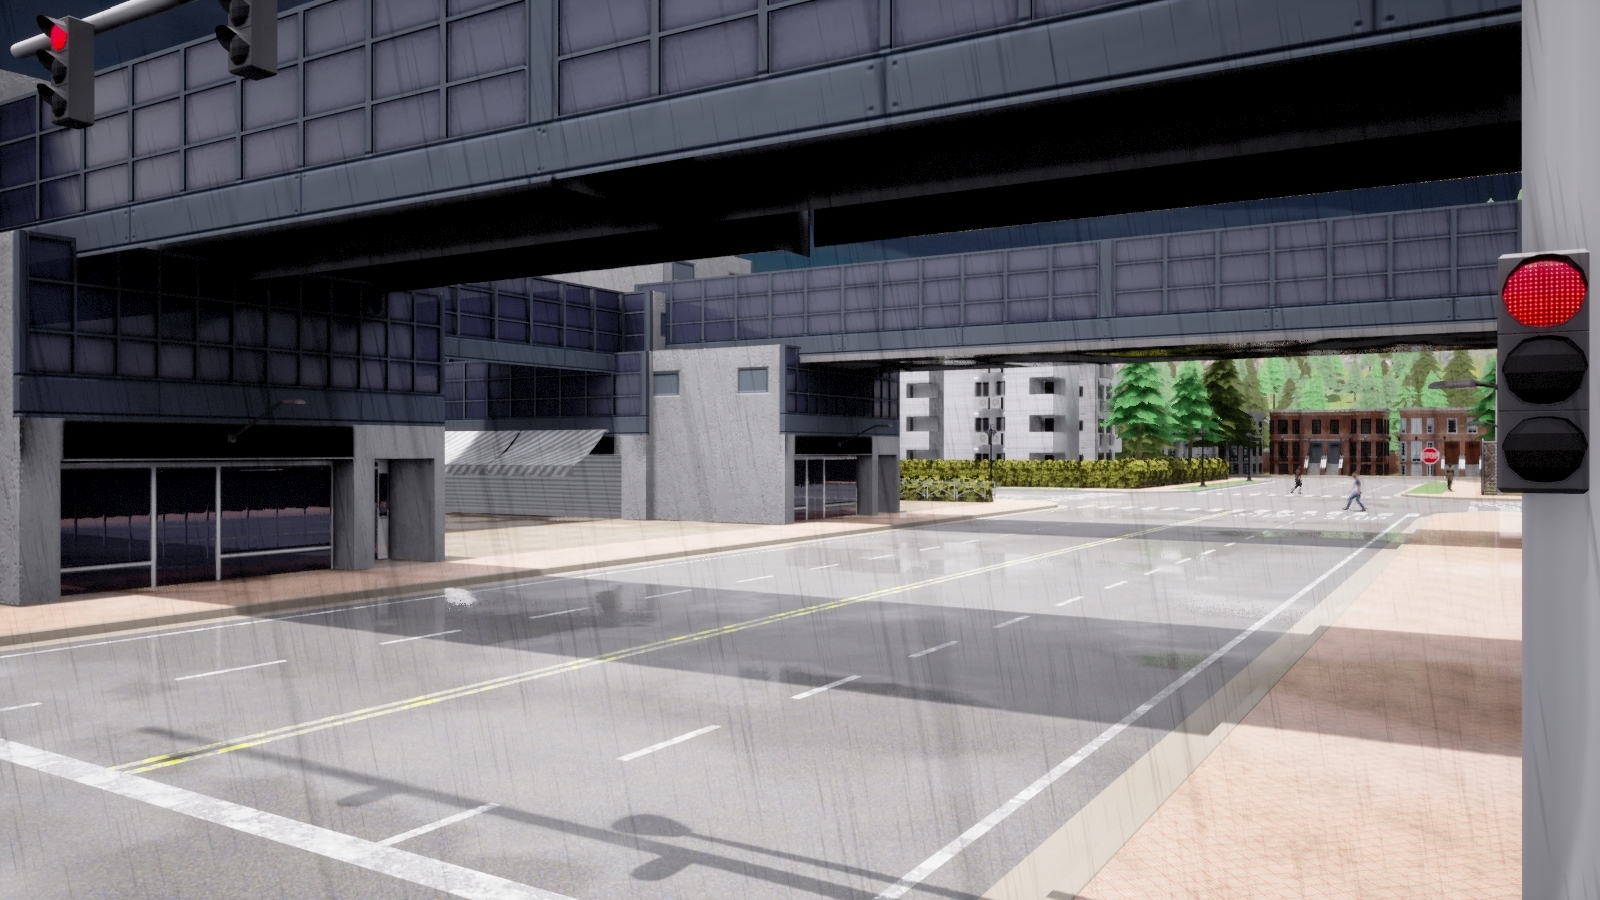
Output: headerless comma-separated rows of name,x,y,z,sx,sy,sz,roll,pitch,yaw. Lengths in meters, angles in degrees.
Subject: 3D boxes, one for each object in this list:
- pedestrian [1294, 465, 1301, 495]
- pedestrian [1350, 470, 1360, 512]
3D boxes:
pedestrian,30.862,1.837,70.882,0.375,1.860,0.375,0,0,32
pedestrian,24.922,1.848,51.309,0.375,1.860,0.375,0,0,31
